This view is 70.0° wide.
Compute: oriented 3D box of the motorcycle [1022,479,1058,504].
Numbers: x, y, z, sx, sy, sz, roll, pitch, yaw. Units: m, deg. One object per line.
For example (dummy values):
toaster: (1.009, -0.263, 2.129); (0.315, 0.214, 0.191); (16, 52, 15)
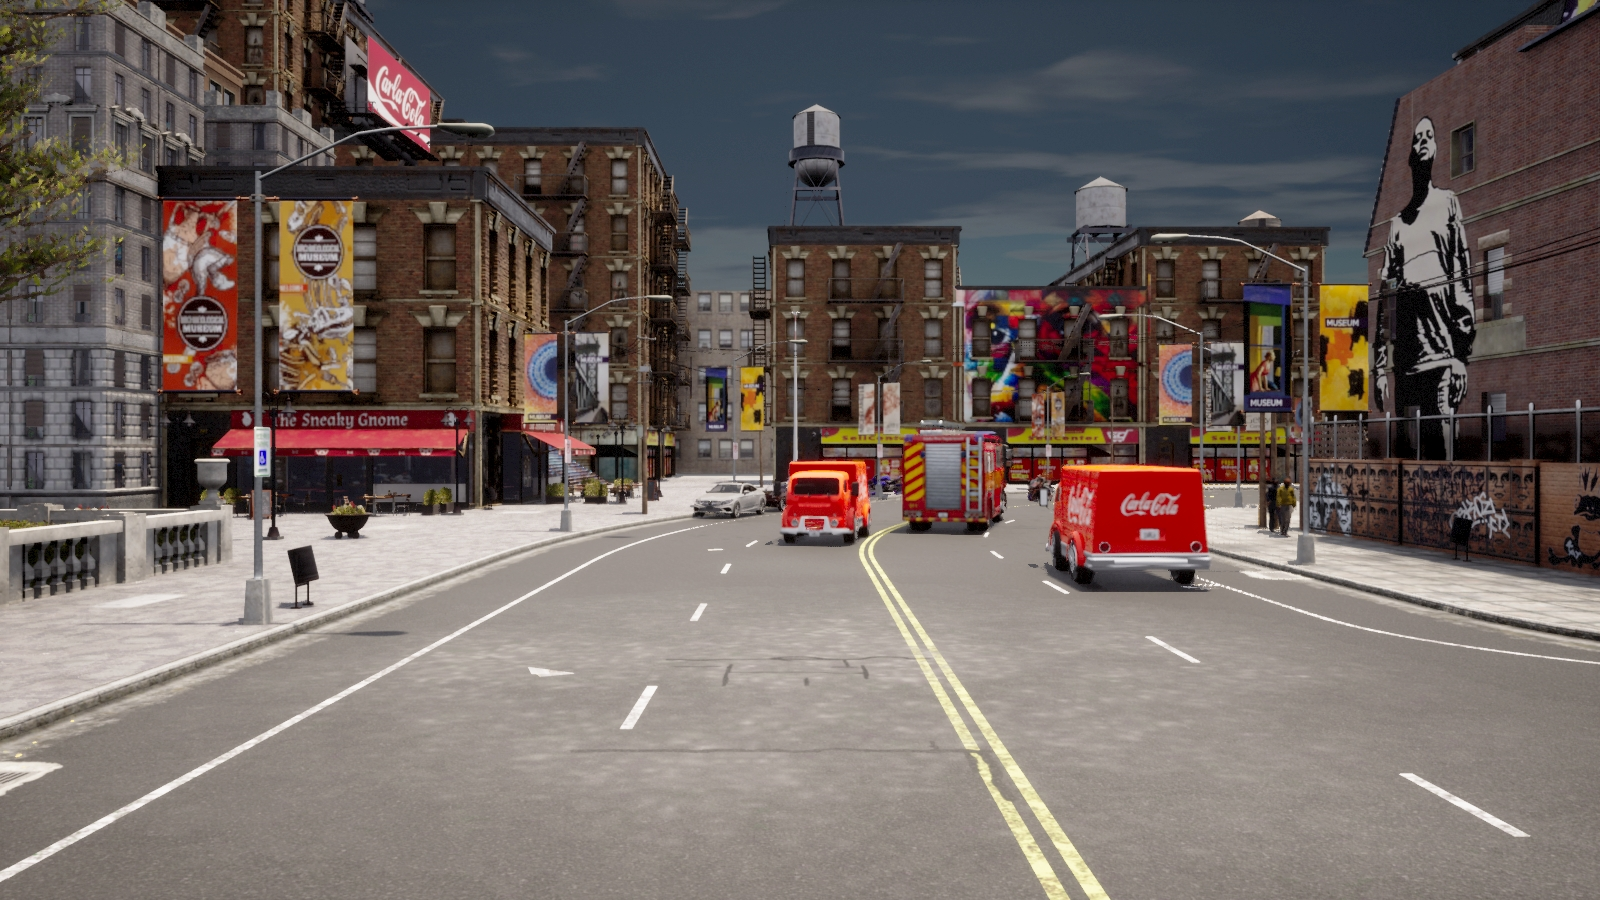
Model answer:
motorcycle: (13.022, 2.229, 62.065); (0.867, 1.251, 2.209); (0, 0, 44)

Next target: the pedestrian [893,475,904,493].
pedestrian: (6.119, 2.104, 70.912); (0.500, 1.100, 0.500); (0, 0, -39)

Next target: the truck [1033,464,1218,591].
truck: (7.011, 1.578, 25.338); (2.627, 2.467, 5.204); (0, 0, 0)

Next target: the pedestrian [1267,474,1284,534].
pedestrian: (15.099, 1.711, 36.314); (0.375, 1.860, 0.375); (0, 0, -1)

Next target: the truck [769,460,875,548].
truck: (0.795, 1.582, 35.524); (2.627, 2.467, 5.204); (0, 0, 9)

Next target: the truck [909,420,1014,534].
truck: (6.237, 0.908, 42.908); (2.891, 3.827, 8.468); (0, 0, 15)

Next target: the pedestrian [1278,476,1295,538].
pedestrian: (14.714, 1.710, 34.567); (0.375, 1.860, 0.375); (0, 0, 4)
